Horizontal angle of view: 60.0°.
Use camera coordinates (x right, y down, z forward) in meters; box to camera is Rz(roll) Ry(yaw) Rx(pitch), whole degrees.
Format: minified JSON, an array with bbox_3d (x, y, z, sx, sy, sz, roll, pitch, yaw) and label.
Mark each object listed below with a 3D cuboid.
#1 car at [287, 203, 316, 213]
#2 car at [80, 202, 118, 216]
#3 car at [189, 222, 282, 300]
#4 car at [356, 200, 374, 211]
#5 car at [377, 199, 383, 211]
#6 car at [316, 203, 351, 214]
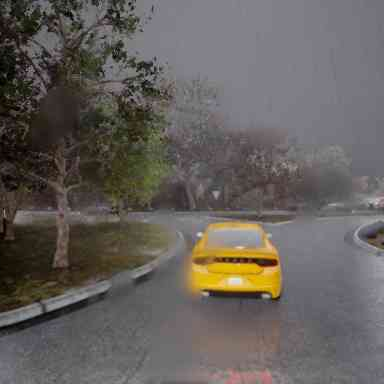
[{"bbox_3d":[15.084,2.168,44.998,4.718,1.301,1.895,1,-1,-28],"label":"car"},{"bbox_3d":[-10.196,1.834,36.553,4.181,1.385,1.994,0,-1,21],"label":"car"},{"bbox_3d":[1.093,1.521,8.624,1.882,1.535,5.008,0,0,7],"label":"car"},{"bbox_3d":[29.518,2.217,56.668,2.097,1.767,4.553,0,-1,39],"label":"car"},{"bbox_3d":[32.054,2.067,54.578,2.150,2.045,5.566,0,0,40],"label":"car"},{"bbox_3d":[18.855,2.123,43.450,4.674,1.442,1.812,1,-1,-31],"label":"car"}]
